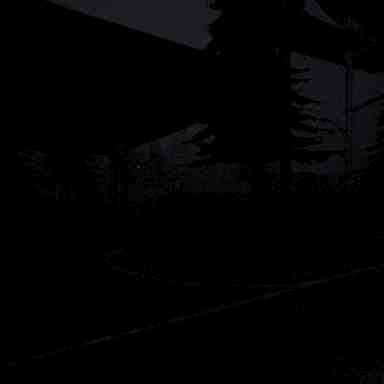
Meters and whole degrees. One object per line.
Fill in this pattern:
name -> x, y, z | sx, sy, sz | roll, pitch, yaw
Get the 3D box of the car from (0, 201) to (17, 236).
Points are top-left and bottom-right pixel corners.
car -> -11.668, 1.480, 16.707 | 4.611, 1.667, 2.242 | 0, 0, -36

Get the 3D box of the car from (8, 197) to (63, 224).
car -> -11.462, 1.306, 23.836 | 3.866, 1.878, 1.905 | 0, 0, -36
